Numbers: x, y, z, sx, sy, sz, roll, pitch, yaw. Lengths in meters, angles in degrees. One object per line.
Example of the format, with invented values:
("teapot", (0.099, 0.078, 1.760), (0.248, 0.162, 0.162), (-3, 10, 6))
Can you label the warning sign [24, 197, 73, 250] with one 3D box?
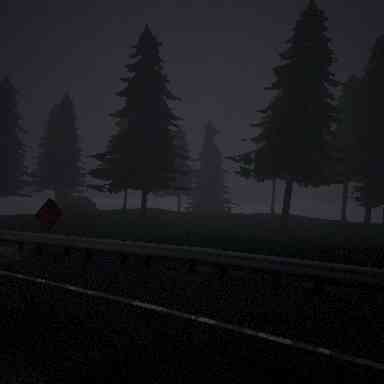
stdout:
("warning sign", (-5.402, 1.115, 12.571), (1.060, 1.860, 1.300), (0, 0, 29))
